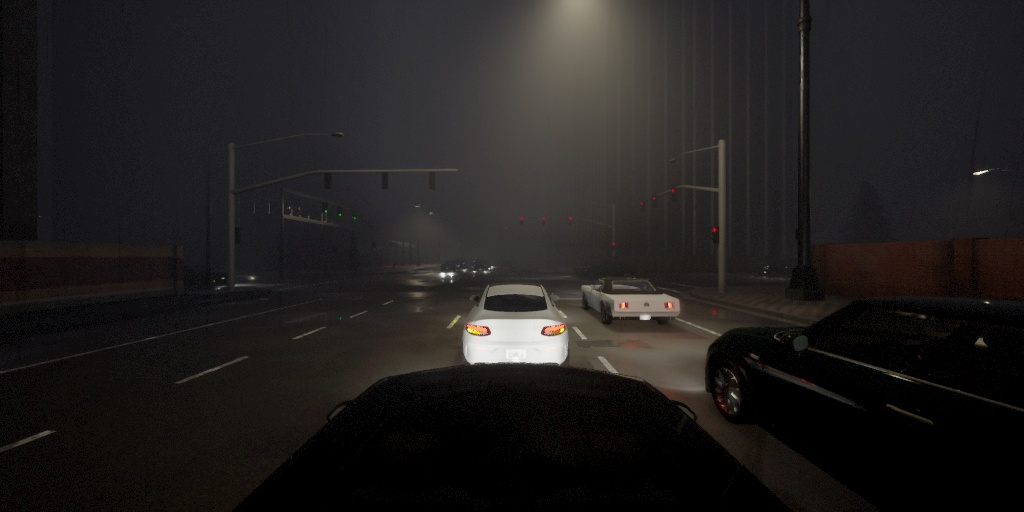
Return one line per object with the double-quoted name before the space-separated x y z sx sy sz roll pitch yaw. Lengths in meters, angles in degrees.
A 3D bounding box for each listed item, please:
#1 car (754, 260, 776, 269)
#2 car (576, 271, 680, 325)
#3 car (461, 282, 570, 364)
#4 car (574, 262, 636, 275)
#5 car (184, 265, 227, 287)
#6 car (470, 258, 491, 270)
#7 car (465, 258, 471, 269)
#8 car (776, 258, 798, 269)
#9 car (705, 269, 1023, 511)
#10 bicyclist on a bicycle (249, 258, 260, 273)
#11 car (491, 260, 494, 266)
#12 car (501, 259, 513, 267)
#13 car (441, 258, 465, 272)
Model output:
"car" 26.349 1.102 35.248 4.553 1.767 2.097 0 0 0
"car" 3.565 1.351 11.800 1.895 1.301 4.718 0 0 0
"car" 0.060 1.276 7.583 1.812 1.442 4.674 0 0 0
"car" 8.345 1.243 31.586 4.902 1.511 2.128 0 0 -1
"car" -21.414 1.314 24.103 4.181 1.385 1.994 0 0 0
"car" -4.405 1.227 51.249 1.882 1.535 5.008 0 0 -1
"car" -7.979 1.103 55.492 2.097 1.767 4.553 0 0 -1
"car" 26.688 1.102 31.751 4.553 1.767 2.097 0 0 0
"car" 3.600 1.102 2.898 2.097 1.767 4.553 0 0 0
"bicyclist on a bicycle" -28.401 1.051 39.525 0.582 1.620 1.656 0 0 -1
"car" -4.557 1.275 61.480 1.812 1.442 4.674 0 0 -1
"car" -0.930 1.254 64.213 1.837 1.490 4.892 0 0 -1
"car" -7.883 1.241 46.224 2.128 1.511 4.902 0 0 1
